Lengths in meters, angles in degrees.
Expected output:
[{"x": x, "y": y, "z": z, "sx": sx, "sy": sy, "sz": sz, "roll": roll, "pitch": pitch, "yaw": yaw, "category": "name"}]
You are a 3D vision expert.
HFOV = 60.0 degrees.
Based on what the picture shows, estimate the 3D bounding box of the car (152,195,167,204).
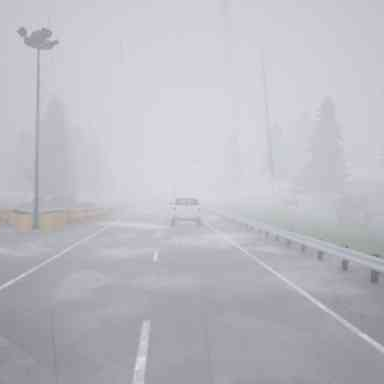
[{"x": -7.587, "y": 1.599, "z": 74.731, "sx": 2.150, "sy": 2.045, "sz": 5.566, "roll": 1, "pitch": 0, "yaw": 0, "category": "car"}]

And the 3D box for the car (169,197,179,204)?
[{"x": -4.103, "y": 1.947, "z": 75.662, "sx": 2.128, "sy": 1.511, "sz": 4.902, "roll": 1, "pitch": 0, "yaw": 0, "category": "car"}]

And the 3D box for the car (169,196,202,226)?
[{"x": -0.528, "y": 1.371, "z": 25.255, "sx": 2.150, "sy": 2.045, "sz": 5.566, "roll": 1, "pitch": -1, "yaw": -4, "category": "car"}]

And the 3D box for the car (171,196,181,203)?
[{"x": -4.074, "y": 1.883, "z": 85.807, "sx": 2.128, "sy": 1.511, "sz": 4.902, "roll": 1, "pitch": 0, "yaw": 2, "category": "car"}]

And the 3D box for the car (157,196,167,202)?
[{"x": -7.583, "y": 1.775, "z": 85.444, "sx": 1.882, "sy": 1.535, "sz": 5.008, "roll": 1, "pitch": 0, "yaw": 2, "category": "car"}]
